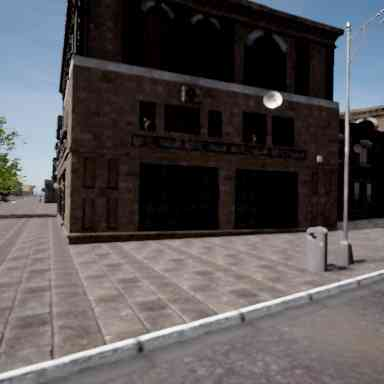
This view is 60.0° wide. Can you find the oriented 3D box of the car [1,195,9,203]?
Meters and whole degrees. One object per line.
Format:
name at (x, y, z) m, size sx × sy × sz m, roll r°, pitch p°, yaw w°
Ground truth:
car at (-44.266, 1.603, 77.938) m, size 2.192 × 1.841 × 5.009 m, roll 2°, pitch -1°, yaw -23°
